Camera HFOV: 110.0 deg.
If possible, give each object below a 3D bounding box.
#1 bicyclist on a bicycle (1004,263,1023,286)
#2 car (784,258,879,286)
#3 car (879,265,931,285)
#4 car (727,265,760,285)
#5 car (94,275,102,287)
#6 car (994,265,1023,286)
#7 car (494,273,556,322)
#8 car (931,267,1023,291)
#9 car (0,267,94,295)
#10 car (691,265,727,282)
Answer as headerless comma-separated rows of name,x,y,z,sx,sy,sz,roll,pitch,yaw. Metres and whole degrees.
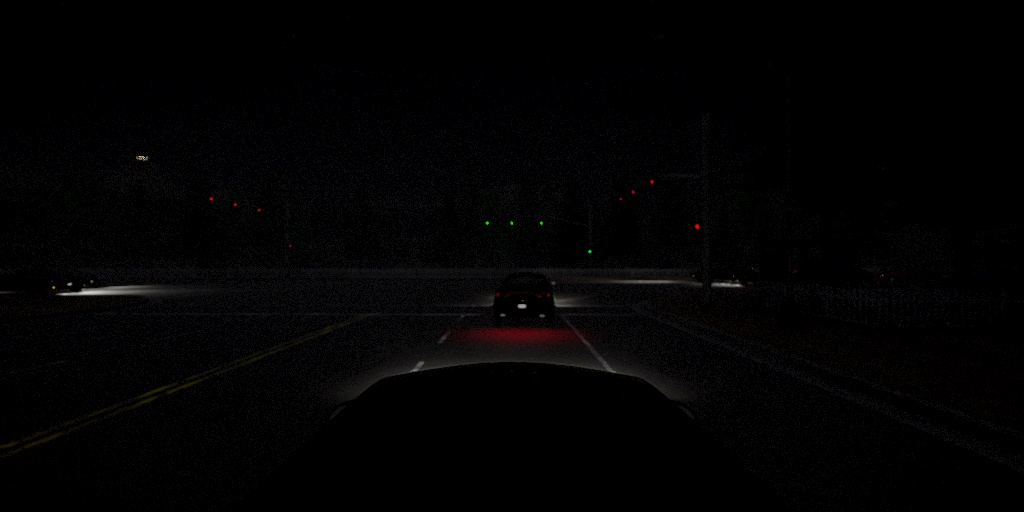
bicyclist on a bicycle,22.791,1.147,15.910,0.582,1.620,1.656,0,-1,0
car,20.717,1.156,24.190,5.566,2.045,2.150,0,-1,1
car,29.936,1.449,27.648,5.008,1.535,1.882,0,-1,3
car,20.182,1.521,27.901,5.357,1.411,2.033,0,-1,-1
car,-30.869,1.460,24.344,4.674,1.442,1.812,0,-1,0
car,39.875,1.437,26.498,5.008,1.535,1.882,0,-1,14
car,0.543,1.347,12.969,1.882,1.535,5.008,0,-1,6
car,27.925,1.375,20.654,5.008,1.535,1.882,0,-1,1
car,-27.701,1.461,20.856,4.181,1.385,1.994,0,-1,0
car,18.358,1.502,31.375,4.902,1.511,2.128,0,-1,1
